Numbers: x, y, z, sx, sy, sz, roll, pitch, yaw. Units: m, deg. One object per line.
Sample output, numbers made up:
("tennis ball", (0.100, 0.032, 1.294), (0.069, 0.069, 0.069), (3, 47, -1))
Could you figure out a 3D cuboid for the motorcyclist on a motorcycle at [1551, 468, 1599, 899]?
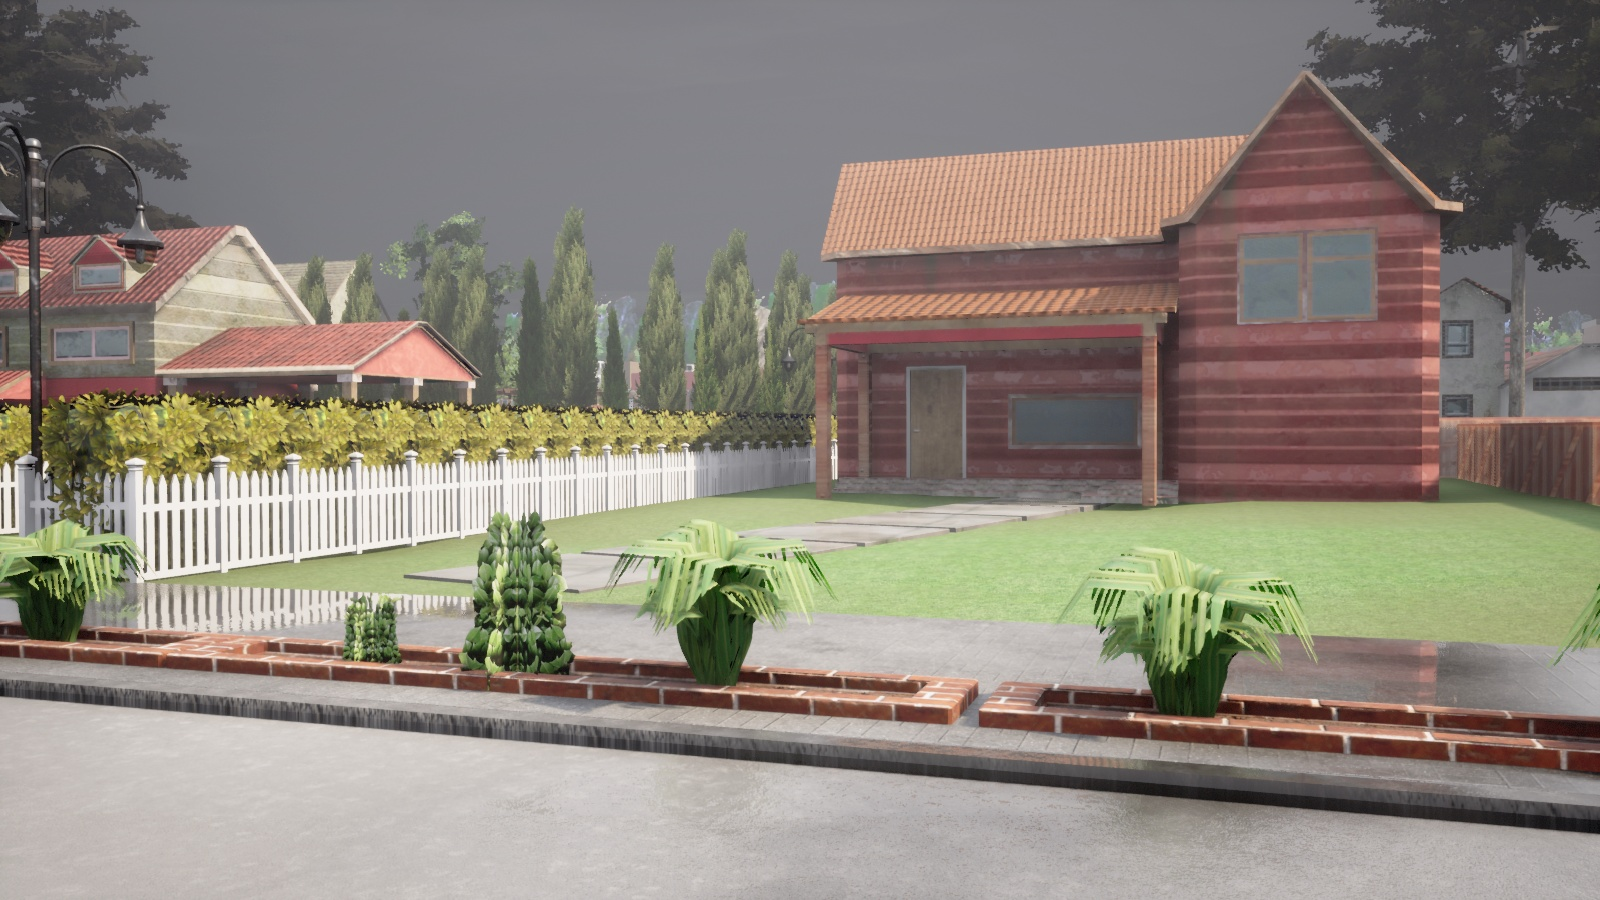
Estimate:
("motorcyclist on a motorcycle", (2.984, 0.829, 2.717), (2.191, 1.530, 0.866), (1, 1, 19))
